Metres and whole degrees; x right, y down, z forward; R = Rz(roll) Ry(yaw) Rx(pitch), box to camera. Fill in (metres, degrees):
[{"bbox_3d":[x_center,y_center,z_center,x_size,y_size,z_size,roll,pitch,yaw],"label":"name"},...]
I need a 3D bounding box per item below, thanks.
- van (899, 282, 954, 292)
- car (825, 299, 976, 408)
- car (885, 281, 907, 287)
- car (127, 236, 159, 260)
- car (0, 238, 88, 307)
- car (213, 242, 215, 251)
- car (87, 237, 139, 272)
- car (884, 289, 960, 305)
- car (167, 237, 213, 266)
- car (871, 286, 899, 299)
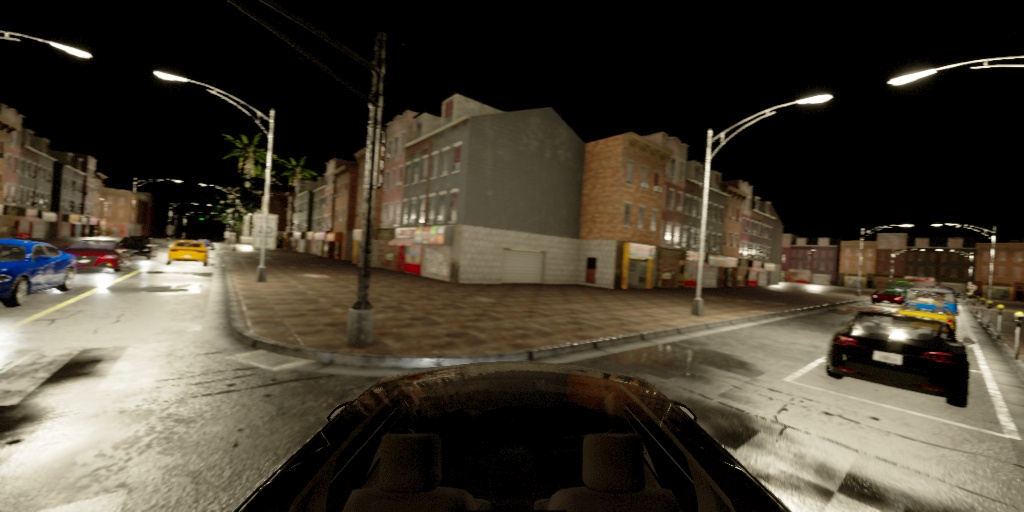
[{"bbox_3d":[20.970,2.497,18.023,3.998,1.789,1.690,0,0,-39],"label":"van"},{"bbox_3d":[7.829,1.839,7.306,4.313,1.339,1.948,0,0,-39],"label":"car"},{"bbox_3d":[39.274,3.612,36.224,5.566,2.045,2.150,4,0,-39],"label":"car"},{"bbox_3d":[-25.999,-0.583,24.879,1.837,1.490,4.892,4,0,-39],"label":"car"},{"bbox_3d":[-13.153,0.306,9.114,1.882,1.535,5.008,4,0,-38],"label":"car"},{"bbox_3d":[-38.619,-1.417,45.013,1.994,1.385,4.181,4,0,-39],"label":"car"},{"bbox_3d":[-19.448,-0.057,16.813,1.994,1.385,4.181,4,0,-39],"label":"car"},{"bbox_3d":[16.721,2.387,14.558,4.829,1.417,1.751,0,0,-39],"label":"car"},{"bbox_3d":[-20.909,-0.249,23.291,1.882,1.535,5.008,4,0,-39],"label":"car"},{"bbox_3d":[31.528,3.468,29.917,4.718,1.301,1.895,4,0,-39],"label":"car"}]
